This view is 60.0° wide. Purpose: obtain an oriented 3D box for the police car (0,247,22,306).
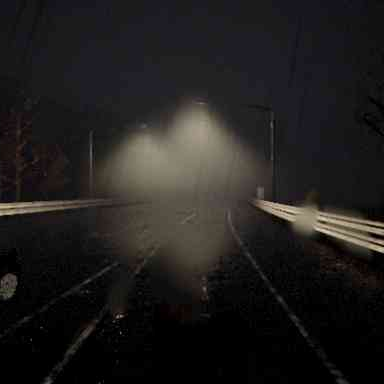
[{"bbox_3d":[-4.756,1.434,5.258,1.930,1.638,5.238,0,0,6],"label":"police car"}]
